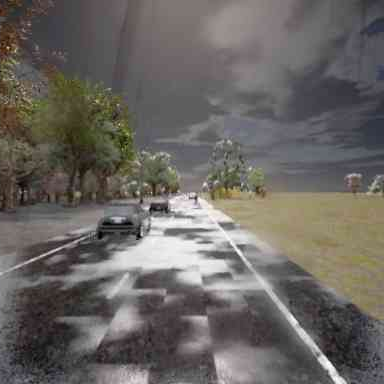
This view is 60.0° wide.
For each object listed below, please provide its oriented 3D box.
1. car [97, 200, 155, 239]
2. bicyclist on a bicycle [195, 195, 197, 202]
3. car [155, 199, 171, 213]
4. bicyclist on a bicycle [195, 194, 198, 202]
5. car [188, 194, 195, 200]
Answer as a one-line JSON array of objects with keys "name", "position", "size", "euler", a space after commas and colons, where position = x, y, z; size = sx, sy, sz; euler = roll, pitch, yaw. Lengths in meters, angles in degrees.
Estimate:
[{"name": "car", "position": [-3.401, 1.345, 17.396], "size": [2.097, 1.767, 4.553], "euler": [0, 0, 0]}, {"name": "bicyclist on a bicycle", "position": [0.960, 1.426, 77.230], "size": [0.582, 1.620, 1.656], "euler": [0, 0, 0]}, {"name": "car", "position": [-3.403, 1.465, 36.260], "size": [1.882, 1.535, 5.008], "euler": [0, 0, 0]}, {"name": "bicyclist on a bicycle", "position": [0.960, 1.347, 68.225], "size": [0.659, 1.776, 1.843], "euler": [0, 0, 0]}, {"name": "car", "position": [-0.004, 1.519, 94.402], "size": [1.994, 1.385, 4.181], "euler": [0, 0, 0]}]
